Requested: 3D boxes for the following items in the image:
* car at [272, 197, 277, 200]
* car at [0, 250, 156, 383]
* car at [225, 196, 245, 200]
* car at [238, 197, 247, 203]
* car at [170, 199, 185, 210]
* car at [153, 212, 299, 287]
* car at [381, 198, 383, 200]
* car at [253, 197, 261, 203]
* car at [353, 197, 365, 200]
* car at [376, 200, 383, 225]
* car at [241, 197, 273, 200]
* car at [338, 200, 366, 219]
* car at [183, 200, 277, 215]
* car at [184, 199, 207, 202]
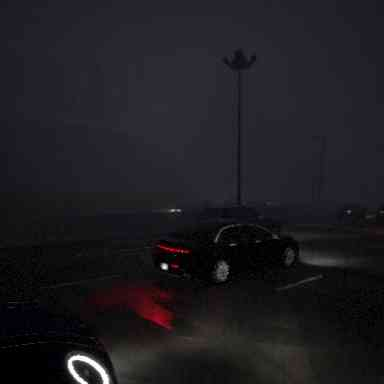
[{"bbox_3d":[18.753,1.790,77.514,1.882,1.535,5.008,0,0,11],"label":"car"},{"bbox_3d":[-2.759,1.348,2.080,4.553,1.767,2.097,0,0,-35],"label":"car"},{"bbox_3d":[4.983,1.645,41.982,2.128,1.511,4.902,0,0,27],"label":"car"},{"bbox_3d":[12.386,1.834,81.349,1.994,1.385,4.181,0,0,11],"label":"car"},{"bbox_3d":[-1.247,1.703,45.149,1.994,1.385,4.181,0,0,28],"label":"car"},{"bbox_3d":[1.172,1.541,9.569,4.892,1.490,1.837,0,0,-40],"label":"car"},{"bbox_3d":[39.280,1.895,66.881,1.812,1.442,4.674,0,0,11],"label":"car"},{"bbox_3d":[15.899,1.844,81.065,1.994,1.385,4.181,0,0,11],"label":"car"},{"bbox_3d":[41.207,1.914,81.955,1.994,1.385,4.181,0,0,11],"label":"car"},{"bbox_3d":[14.783,1.627,24.391,2.128,1.511,4.902,0,0,36],"label":"car"},{"bbox_3d":[7.537,1.702,39.199,2.033,1.411,5.357,0,0,29],"label":"car"},{"bbox_3d":[14.806,1.720,30.726,1.994,1.385,4.181,0,0,33],"label":"car"},{"bbox_3d":[2.100,1.408,15.107,4.553,1.767,2.097,0,0,-43],"label":"car"},{"bbox_3d":[1.263,1.666,42.388,1.812,1.442,4.674,0,0,28],"label":"car"}]
